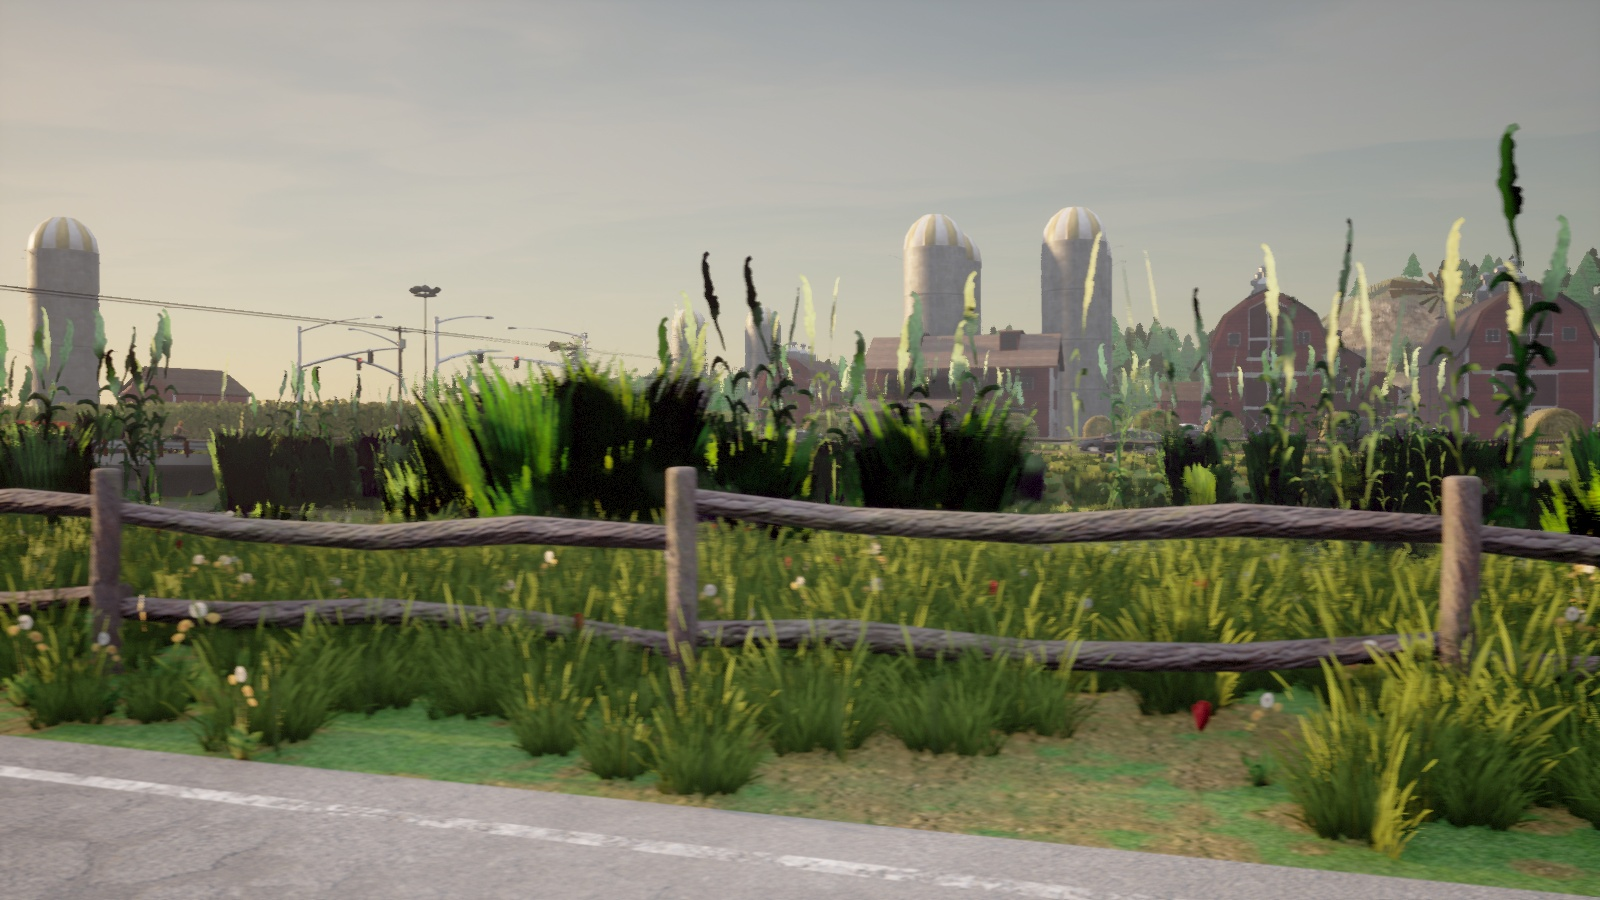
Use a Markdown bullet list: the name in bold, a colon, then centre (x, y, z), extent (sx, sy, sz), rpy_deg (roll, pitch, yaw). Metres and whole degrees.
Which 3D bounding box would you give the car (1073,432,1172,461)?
- **car**: centre (16.929, -0.194, 65.992), extent (4.892, 1.490, 1.837), rpy_deg (1, 1, 19)

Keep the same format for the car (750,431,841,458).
- **car**: centre (-0.242, -0.355, 72.008), extent (4.892, 1.490, 1.837), rpy_deg (1, 1, 19)

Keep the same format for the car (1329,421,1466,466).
- **car**: centre (27.733, -0.319, 58.494), extent (5.566, 2.045, 2.150), rpy_deg (1, 1, 19)
